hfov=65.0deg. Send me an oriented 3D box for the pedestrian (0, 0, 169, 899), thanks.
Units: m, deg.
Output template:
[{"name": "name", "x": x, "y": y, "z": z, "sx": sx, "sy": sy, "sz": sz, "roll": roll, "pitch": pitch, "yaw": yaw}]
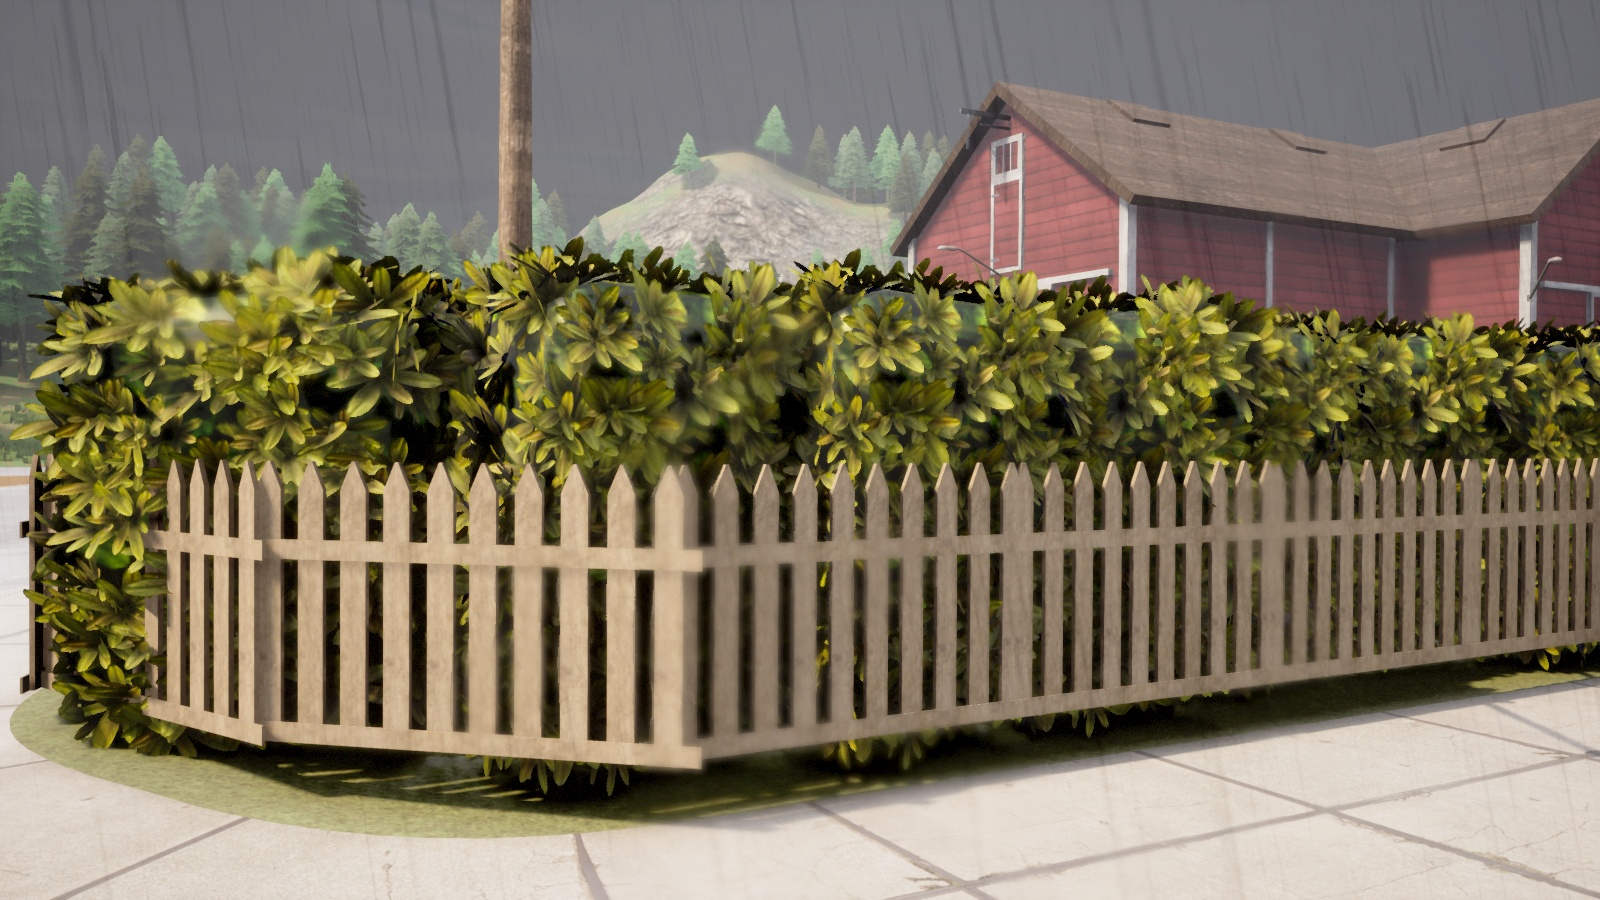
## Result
[{"name": "pedestrian", "x": -0.938, "y": 0.594, "z": 0.746, "sx": 0.900, "sy": 1.855, "sz": 0.874, "roll": -1, "pitch": 1, "yaw": -35}]
